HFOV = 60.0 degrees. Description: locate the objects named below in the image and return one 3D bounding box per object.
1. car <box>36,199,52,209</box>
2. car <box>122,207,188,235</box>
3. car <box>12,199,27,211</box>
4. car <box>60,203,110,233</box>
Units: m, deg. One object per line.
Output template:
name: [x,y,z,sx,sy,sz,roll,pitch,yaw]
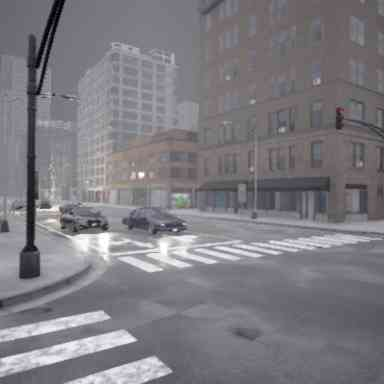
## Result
car: [-21.718,1.686,47.991,2.033,1.411,5.357,1,0,-35]
car: [-2.403,1.622,19.795,2.033,1.411,5.357,1,0,-35]
car: [-21.513,1.602,41.886,2.033,1.411,5.357,1,0,-34]
car: [-6.511,1.610,20.030,1.994,1.385,4.181,1,0,-35]
